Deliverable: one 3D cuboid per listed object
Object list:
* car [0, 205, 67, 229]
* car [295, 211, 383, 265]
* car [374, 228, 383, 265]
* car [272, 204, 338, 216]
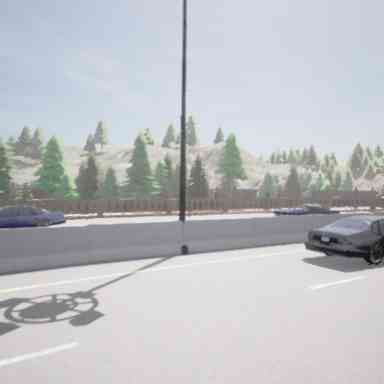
[{"bbox_3d":[-9.799,1.432,18.330,5.357,1.411,2.033,0,0,-34],"label":"car"},{"bbox_3d":[6.370,1.515,11.495,5.357,1.411,2.033,0,0,-28],"label":"car"},{"bbox_3d":[6.335,1.546,7.430,4.181,1.385,1.994,0,0,-30],"label":"car"},{"bbox_3d":[8.228,1.541,24.180,4.718,1.301,1.895,0,0,-23],"label":"car"}]
